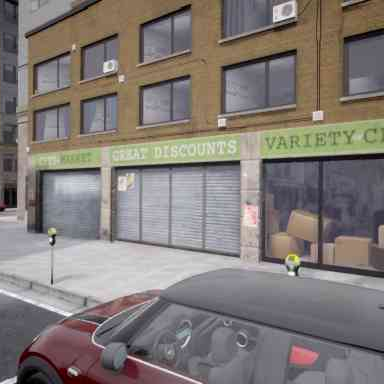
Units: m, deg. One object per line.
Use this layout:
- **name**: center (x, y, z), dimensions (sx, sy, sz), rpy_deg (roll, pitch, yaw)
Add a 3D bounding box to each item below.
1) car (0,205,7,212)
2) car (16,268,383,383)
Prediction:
- **car**: center (-19.421, 1.458, 29.770), dimensions (1.895, 1.301, 4.718), rpy_deg (1, 1, 34)
- **car**: center (0.247, 1.440, 2.889), dimensions (4.097, 1.590, 1.967), rpy_deg (0, 1, 35)
